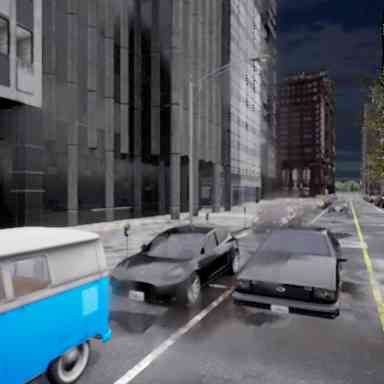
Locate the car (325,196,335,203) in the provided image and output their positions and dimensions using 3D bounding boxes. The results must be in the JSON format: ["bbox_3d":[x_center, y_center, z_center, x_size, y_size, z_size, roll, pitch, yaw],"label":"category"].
[{"bbox_3d":[31.028,1.640,74.559,1.887,1.381,4.507,0,0,25],"label":"car"}]

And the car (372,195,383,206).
[{"bbox_3d":[29.159,1.345,50.511,2.192,1.841,5.009,0,0,25],"label":"car"}]

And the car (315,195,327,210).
[{"bbox_3d":[16.583,1.540,43.778,1.752,1.417,4.829,0,0,25],"label":"car"}]

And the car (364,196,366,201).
[{"bbox_3d":[41.139,1.684,76.037,1.802,1.307,4.206,0,0,25],"label":"car"}]

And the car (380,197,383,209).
[{"bbox_3d":[24.368,1.588,40.300,1.802,1.307,4.206,0,0,25],"label":"car"}]

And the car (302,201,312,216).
[{"bbox_3d":[7.073,1.547,23.512,1.887,1.381,4.507,0,0,25],"label":"car"}]

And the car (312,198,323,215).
[{"bbox_3d":[11.865,1.588,33.722,1.802,1.307,4.206,0,0,25],"label":"car"}]

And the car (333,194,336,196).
[{"bbox_3d":[23.841,1.368,59.246,2.192,1.841,5.009,0,0,25],"label":"car"}]

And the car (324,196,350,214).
[{"bbox_3d":[15.367,1.495,34.907,2.128,1.511,4.902,0,0,25],"label":"car"}]

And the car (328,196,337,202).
[{"bbox_3d":[35.819,1.695,84.768,1.947,1.339,4.313,0,0,25],"label":"car"}]

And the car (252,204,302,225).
[{"bbox_3d":[4.677,1.440,18.408,1.967,1.590,4.097,0,0,25],"label":"car"}]

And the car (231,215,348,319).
[{"bbox_3d":[2.583,1.544,7.899,2.033,1.411,5.357,0,0,25],"label":"car"}]

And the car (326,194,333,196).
[{"bbox_3d":[19.049,1.341,49.036,2.192,1.841,5.009,0,0,25],"label":"car"}]

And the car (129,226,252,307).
[{"bbox_3d":[-0.114,1.565,8.198,1.947,1.339,4.313,0,0,25],"label":"car"}]

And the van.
[{"bbox_3d":[-2.509,1.344,3.092,1.690,1.788,3.998,0,0,25],"label":"van"}]

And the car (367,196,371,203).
[{"bbox_3d":[36.347,1.637,65.826,1.947,1.339,4.313,0,0,25],"label":"car"}]

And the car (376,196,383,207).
[{"bbox_3d":[26.763,1.583,45.404,1.947,1.339,4.313,0,0,25],"label":"car"}]
